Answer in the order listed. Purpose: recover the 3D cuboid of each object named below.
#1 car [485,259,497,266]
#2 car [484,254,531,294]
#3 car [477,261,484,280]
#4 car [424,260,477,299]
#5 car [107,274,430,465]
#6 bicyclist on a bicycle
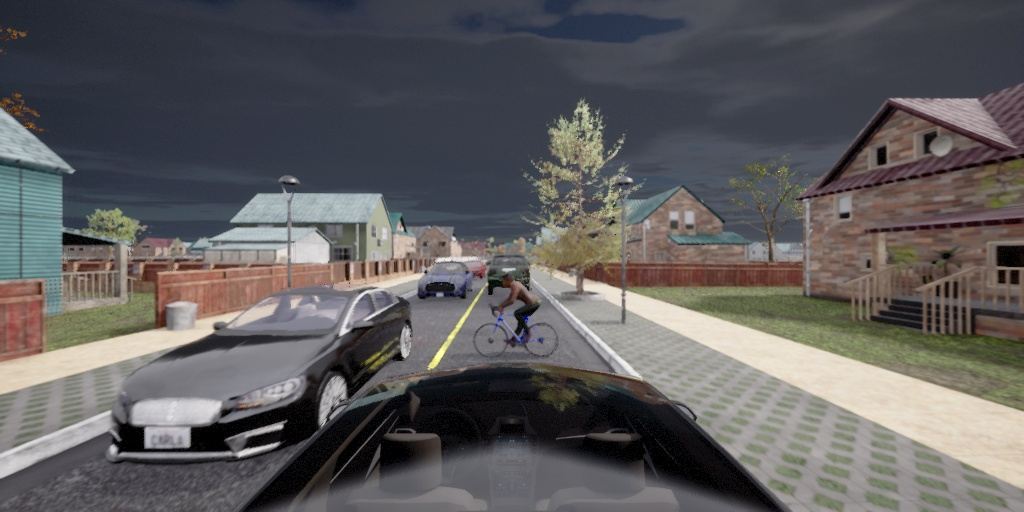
[{"bbox_3d":[-3.777,1.157,64.633,1.895,1.301,4.718,0,0,0],"label":"car"},{"bbox_3d":[-0.172,0.895,19.638,2.150,2.045,5.566,0,0,-1],"label":"car"},{"bbox_3d":[-3.242,1.116,30.056,1.882,1.535,5.008,0,0,0],"label":"car"},{"bbox_3d":[-3.075,1.037,17.377,2.097,1.767,4.553,0,0,-1],"label":"car"},{"bbox_3d":[-2.889,1.227,5.416,2.128,1.511,4.902,0,0,-1],"label":"car"},{"bbox_3d":[0.074,1.158,6.895,1.656,1.620,0.582,0,0,-1],"label":"bicyclist on a bicycle"}]
